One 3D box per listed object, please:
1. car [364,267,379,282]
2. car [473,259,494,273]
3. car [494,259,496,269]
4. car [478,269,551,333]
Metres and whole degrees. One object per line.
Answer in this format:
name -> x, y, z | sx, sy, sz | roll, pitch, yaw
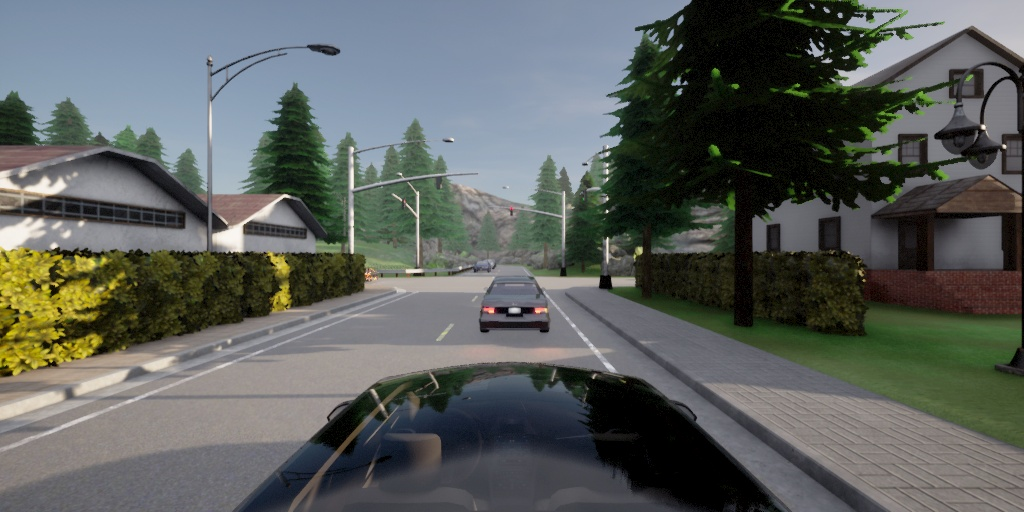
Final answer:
car -> -12.251, 1.079, 26.314 | 4.553, 1.767, 2.097 | 0, 0, 0
car -> -3.567, 1.263, 43.647 | 1.812, 1.442, 4.674 | 0, 0, 0
car -> -3.561, 1.260, 53.665 | 1.812, 1.442, 4.674 | 0, 0, 0
car -> 0.076, 1.295, 10.729 | 2.033, 1.411, 5.357 | 0, 0, 0
